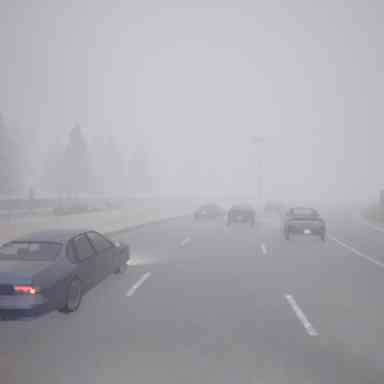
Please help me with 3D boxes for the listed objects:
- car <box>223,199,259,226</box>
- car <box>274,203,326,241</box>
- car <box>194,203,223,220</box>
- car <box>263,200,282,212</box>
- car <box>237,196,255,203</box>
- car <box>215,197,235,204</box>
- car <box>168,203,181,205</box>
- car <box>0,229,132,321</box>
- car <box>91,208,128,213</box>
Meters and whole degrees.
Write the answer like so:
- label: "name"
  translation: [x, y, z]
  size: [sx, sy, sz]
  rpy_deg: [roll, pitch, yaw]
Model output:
- label: "car"
  translation: [3.786, 1.561, 24.235]
  size: [1.882, 1.535, 5.008]
  rpy_deg: [0, 0, 16]
- label: "car"
  translation: [5.618, 1.561, 17.220]
  size: [2.128, 1.511, 4.902]
  rpy_deg: [0, 0, 11]
- label: "car"
  translation: [1.643, 1.655, 29.163]
  size: [1.994, 1.385, 4.181]
  rpy_deg: [0, 0, 18]
- label: "car"
  translation: [9.961, 1.676, 40.104]
  size: [1.812, 1.442, 4.674]
  rpy_deg: [0, 0, 26]
- label: "car"
  translation: [11.317, 1.533, 69.512]
  size: [1.812, 1.442, 4.674]
  rpy_deg: [0, 0, 33]
- label: "car"
  translation: [6.950, 1.715, 69.194]
  size: [2.033, 1.411, 5.357]
  rpy_deg: [0, 0, 33]
- label: "car"
  translation: [-2.059, 1.634, 39.580]
  size: [1.812, 1.442, 4.674]
  rpy_deg: [0, 0, 24]
- label: "car"
  translation: [-2.954, 1.560, 7.650]
  size: [2.033, 1.411, 5.357]
  rpy_deg: [0, 0, 5]
- label: "car"
  translation: [-8.312, 1.670, 33.170]
  size: [1.895, 1.301, 4.718]
  rpy_deg: [0, 0, 19]
